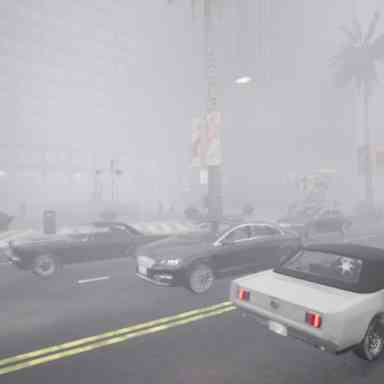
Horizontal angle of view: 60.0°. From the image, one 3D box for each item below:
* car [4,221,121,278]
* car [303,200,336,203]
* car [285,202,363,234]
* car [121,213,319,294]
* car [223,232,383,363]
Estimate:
[{"bbox_3d":[-3.096,1.602,10.312,4.718,1.301,1.895,0,0,-35],"label":"car"},{"bbox_3d":[8.116,1.357,22.168,4.553,1.767,2.185,0,0,-36],"label":"car"},{"bbox_3d":[6.310,1.495,17.087,4.902,1.511,2.128,0,0,-35],"label":"car"},{"bbox_3d":[0.904,1.493,8.871,4.902,1.511,2.128,0,0,-35],"label":"car"},{"bbox_3d":[3.006,1.602,5.899,4.718,1.301,1.895,0,0,-36],"label":"car"}]
